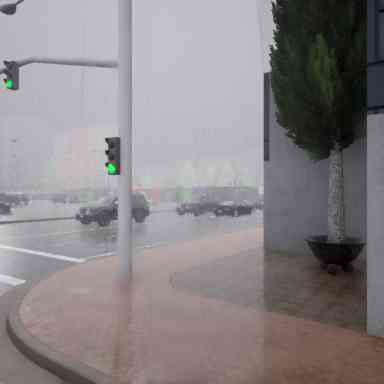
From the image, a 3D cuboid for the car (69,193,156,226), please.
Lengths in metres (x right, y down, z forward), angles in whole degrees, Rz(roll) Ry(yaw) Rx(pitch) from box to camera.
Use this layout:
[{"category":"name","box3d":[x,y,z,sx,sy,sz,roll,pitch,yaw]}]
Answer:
[{"category":"car","box3d":[-5.471,1.221,23.707,2.150,2.045,5.566,0,0,36]}]

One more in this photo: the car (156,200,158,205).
[{"category":"car","box3d":[-7.135,1.395,52.039,3.806,1.475,1.970,0,0,35]}]

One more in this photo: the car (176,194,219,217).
[{"category":"car","box3d":[0.798,1.221,32.111,2.150,2.045,5.566,0,0,37]}]

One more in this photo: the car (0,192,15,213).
[{"category":"car","box3d":[-20.146,1.156,33.658,3.866,1.878,1.905,0,0,35]}]

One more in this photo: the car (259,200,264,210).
[{"category":"car","box3d":[7.197,1.547,40.625,2.033,1.411,5.357,0,0,37]}]

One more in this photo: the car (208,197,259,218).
[{"category":"car","box3d":[3.845,1.477,30.005,1.882,1.535,5.008,0,0,37]}]

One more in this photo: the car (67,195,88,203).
[{"category":"car","box3d":[-21.392,1.364,62.131,3.905,1.438,1.784,0,0,35]}]

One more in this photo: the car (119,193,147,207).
[{"category":"car","box3d":[-8.820,1.156,49.684,3.866,1.878,1.905,0,0,35]}]

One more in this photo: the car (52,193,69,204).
[{"category":"car","box3d":[-23.120,1.153,59.806,4.605,1.855,1.932,0,0,35]}]
